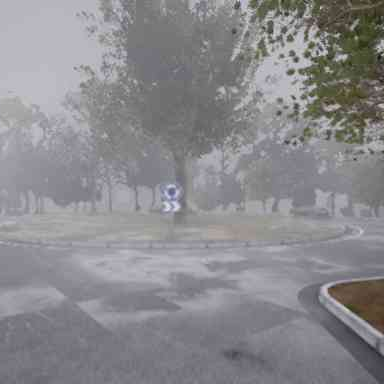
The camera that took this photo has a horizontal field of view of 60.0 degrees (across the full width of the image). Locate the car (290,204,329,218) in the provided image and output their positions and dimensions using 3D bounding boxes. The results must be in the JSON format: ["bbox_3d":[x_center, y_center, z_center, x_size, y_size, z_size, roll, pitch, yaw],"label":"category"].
[{"bbox_3d":[12.365,1.989,35.283,1.994,1.385,4.181,0,-1,-28],"label":"car"}]

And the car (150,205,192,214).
[{"bbox_3d":[-2.735,2.065,43.083,5.357,1.411,2.033,0,-1,-2],"label":"car"}]
